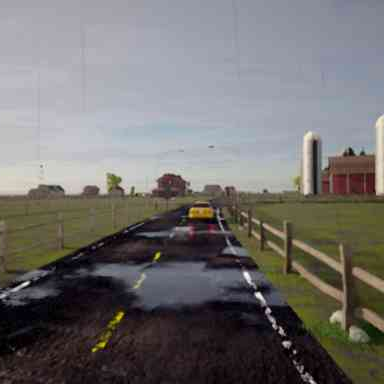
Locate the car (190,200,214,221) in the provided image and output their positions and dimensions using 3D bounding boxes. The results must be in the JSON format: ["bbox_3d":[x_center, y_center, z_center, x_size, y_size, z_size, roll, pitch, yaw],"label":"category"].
[{"bbox_3d":[0.826,1.439,27.000,1.801,1.575,5.366,0,0,4],"label":"car"}]
